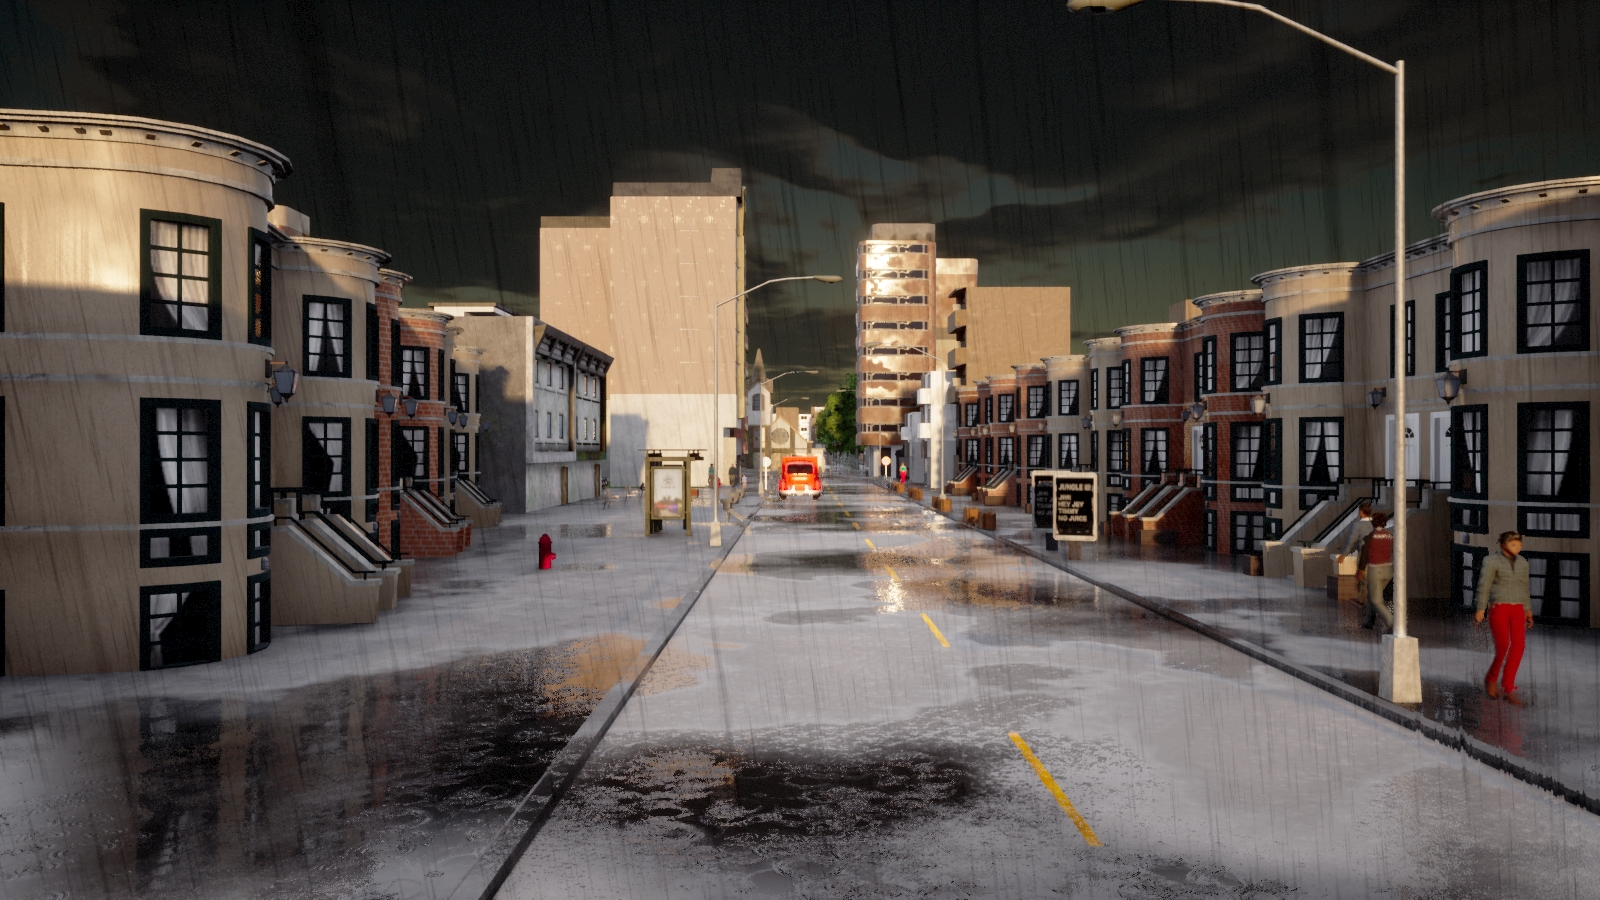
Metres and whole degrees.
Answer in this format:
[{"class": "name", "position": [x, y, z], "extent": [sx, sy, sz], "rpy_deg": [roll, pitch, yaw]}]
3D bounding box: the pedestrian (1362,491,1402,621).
[{"class": "pedestrian", "position": [8.463, 1.531, 16.621], "extent": [0.375, 1.860, 0.375], "rpy_deg": [0, 0, -3]}]

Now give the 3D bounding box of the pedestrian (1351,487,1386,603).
[{"class": "pedestrian", "position": [9.267, 1.532, 18.626], "extent": [0.375, 1.860, 0.375], "rpy_deg": [0, 0, -6]}]

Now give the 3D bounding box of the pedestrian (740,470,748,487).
[{"class": "pedestrian", "position": [-3.794, 1.936, 77.852], "extent": [0.500, 1.100, 0.500], "rpy_deg": [0, 0, -8]}]

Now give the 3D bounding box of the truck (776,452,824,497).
[{"class": "truck", "position": [-0.003, 1.375, 65.809], "extent": [2.627, 2.467, 5.204], "rpy_deg": [0, 0, 0]}]

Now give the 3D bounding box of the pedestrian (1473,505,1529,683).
[{"class": "pedestrian", "position": [7.523, 1.530, 12.269], "extent": [0.375, 1.860, 0.375], "rpy_deg": [0, 0, -1]}]
